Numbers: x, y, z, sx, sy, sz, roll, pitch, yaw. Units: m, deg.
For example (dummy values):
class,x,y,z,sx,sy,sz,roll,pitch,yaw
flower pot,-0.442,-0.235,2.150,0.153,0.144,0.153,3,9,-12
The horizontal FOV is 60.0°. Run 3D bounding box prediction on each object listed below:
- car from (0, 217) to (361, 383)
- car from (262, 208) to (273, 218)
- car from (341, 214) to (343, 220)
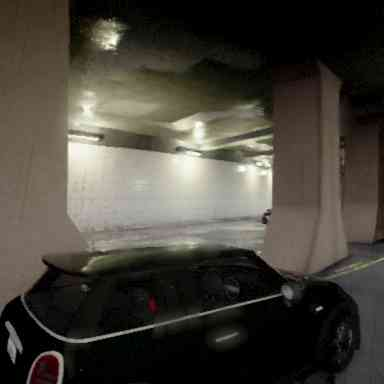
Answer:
class,x,y,z,sx,sy,sz,roll,pitch,yaw
car,0.150,1.390,4.141,4.553,1.767,2.097,1,-1,-37
car,7.097,1.756,25.609,2.128,1.511,4.902,0,-1,39
car,8.237,1.780,21.411,2.033,1.411,5.357,0,-1,41
